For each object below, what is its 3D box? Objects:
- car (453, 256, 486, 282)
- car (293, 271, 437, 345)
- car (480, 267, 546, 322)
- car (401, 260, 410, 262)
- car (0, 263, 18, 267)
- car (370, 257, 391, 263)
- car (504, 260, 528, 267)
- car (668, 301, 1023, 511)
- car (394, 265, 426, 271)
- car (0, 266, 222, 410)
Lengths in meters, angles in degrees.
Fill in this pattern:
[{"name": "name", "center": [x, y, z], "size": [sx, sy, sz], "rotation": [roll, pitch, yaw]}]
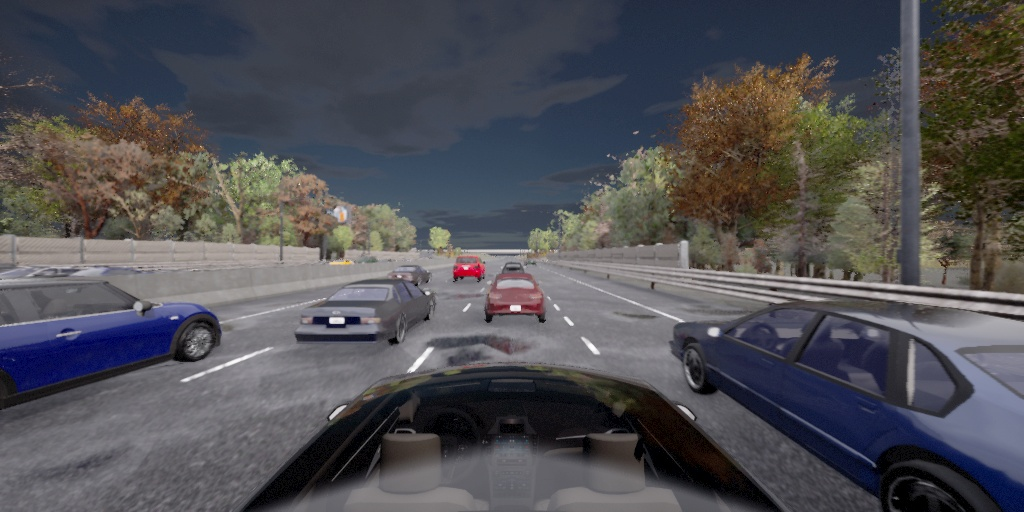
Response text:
[{"name": "car", "center": [-3.406, 1.002, 29.206], "size": [2.150, 2.045, 5.566], "rotation": [0, 0, 0]}, {"name": "car", "center": [-3.404, 1.304, 9.477], "size": [2.033, 1.411, 5.357], "rotation": [0, 0, 0]}, {"name": "car", "center": [0.098, 1.285, 12.272], "size": [1.812, 1.442, 4.674], "rotation": [0, 0, 0]}, {"name": "car", "center": [-17.543, 1.392, 59.323], "size": [1.994, 1.385, 4.181], "rotation": [0, 0, 1]}, {"name": "car", "center": [-24.602, 1.258, 18.645], "size": [2.128, 1.511, 4.902], "rotation": [0, 0, 0]}, {"name": "car", "center": [-21.050, 1.333, 58.810], "size": [1.837, 1.490, 4.892], "rotation": [0, 0, 1]}, {"name": "car", "center": [0.095, 1.287, 30.065], "size": [1.837, 1.490, 4.892], "rotation": [0, 0, 0]}, {"name": "car", "center": [3.387, 1.150, 3.382], "size": [2.033, 1.411, 5.357], "rotation": [0, 0, 2]}, {"name": "car", "center": [-6.904, 1.321, 24.453], "size": [2.033, 1.411, 5.357], "rotation": [0, 0, 0]}, {"name": "car", "center": [-6.902, 1.105, 5.325], "size": [2.097, 1.767, 4.553], "rotation": [0, 0, 0]}]
